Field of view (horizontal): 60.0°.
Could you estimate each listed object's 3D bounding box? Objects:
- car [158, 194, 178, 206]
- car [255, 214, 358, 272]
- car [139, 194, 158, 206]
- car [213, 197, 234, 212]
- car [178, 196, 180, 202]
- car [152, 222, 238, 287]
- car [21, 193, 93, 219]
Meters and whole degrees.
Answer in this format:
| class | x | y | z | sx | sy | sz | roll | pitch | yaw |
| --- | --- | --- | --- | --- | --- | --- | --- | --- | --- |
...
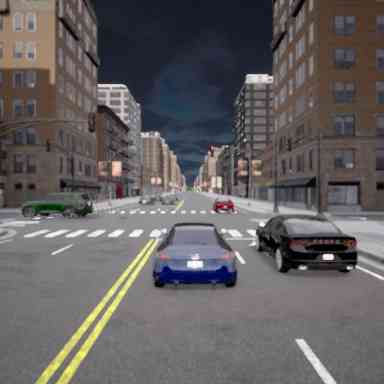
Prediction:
| class | x | y | z | sx | sy | sz | roll | pitch | yaw |
| --- | --- | --- | --- | --- | --- | --- | --- | --- | --- |
| car | -3.481 | 1.225 | 49.656 | 1.837 | 1.490 | 4.892 | 0 | 1 | 0 |
| car | 3.306 | 1.420 | 10.558 | 1.882 | 1.535 | 5.008 | 0 | 0 | 0 |
| car | -6.732 | 1.212 | 49.592 | 2.128 | 1.511 | 4.902 | 0 | 0 | 0 |
| car | 3.243 | 1.284 | 34.979 | 1.882 | 1.535 | 5.008 | 0 | 0 | 0 |
| car | -3.473 | 1.135 | 64.702 | 1.837 | 1.490 | 4.892 | 0 | 1 | 0 |
| car | 0.060 | 1.513 | 9.173 | 1.994 | 1.385 | 4.181 | 0 | 0 | 0 |
| car | -10.828 | 1.078 | 26.841 | 5.566 | 2.045 | 2.150 | 0 | -1 | 9 |
